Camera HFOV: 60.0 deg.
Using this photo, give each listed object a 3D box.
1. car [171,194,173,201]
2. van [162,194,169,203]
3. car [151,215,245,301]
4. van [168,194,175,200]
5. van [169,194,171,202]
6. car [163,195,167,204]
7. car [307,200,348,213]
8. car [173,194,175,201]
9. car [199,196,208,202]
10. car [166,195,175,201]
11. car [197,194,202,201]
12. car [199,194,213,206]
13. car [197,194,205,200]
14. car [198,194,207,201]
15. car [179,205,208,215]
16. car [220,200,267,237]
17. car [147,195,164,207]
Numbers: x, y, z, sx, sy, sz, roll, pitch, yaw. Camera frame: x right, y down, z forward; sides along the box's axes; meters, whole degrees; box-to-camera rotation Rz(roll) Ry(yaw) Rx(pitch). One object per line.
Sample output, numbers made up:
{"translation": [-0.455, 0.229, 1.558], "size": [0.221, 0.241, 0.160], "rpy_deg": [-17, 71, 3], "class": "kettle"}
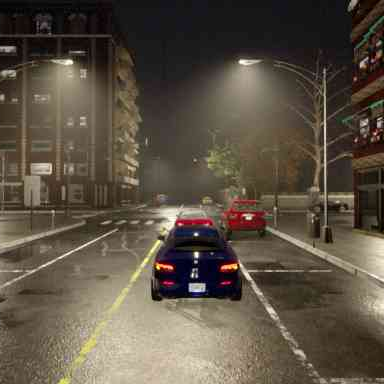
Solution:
{"translation": [-5.775, 1.635, 72.767], "size": [1.802, 1.307, 4.206], "rpy_deg": [1, 0, 0], "class": "car"}
{"translation": [-5.756, 1.383, 61.690], "size": [1.690, 1.788, 3.998], "rpy_deg": [1, 0, 0], "class": "van"}
{"translation": [0.090, 1.529, 8.193], "size": [1.812, 1.442, 4.674], "rpy_deg": [0, 0, 0], "class": "car"}
{"translation": [-5.801, 1.421, 94.922], "size": [1.690, 1.788, 3.998], "rpy_deg": [1, 0, 0], "class": "van"}
{"translation": [-5.763, 1.388, 67.229], "size": [1.690, 1.788, 3.998], "rpy_deg": [1, 0, 0], "class": "van"}
{"translation": [-5.753, 1.619, 56.151], "size": [1.802, 1.307, 4.206], "rpy_deg": [1, 0, 0], "class": "car"}
{"translation": [15.163, 1.609, 37.176], "size": [4.313, 1.339, 1.947], "rpy_deg": [0, -1, 0], "class": "car"}
{"translation": [-5.782, 1.610, 78.306], "size": [2.008, 1.369, 4.403], "rpy_deg": [1, 0, 0], "class": "car"}
{"translation": [2.597, 1.626, 78.309], "size": [1.947, 1.339, 4.313], "rpy_deg": [1, 0, 0], "class": "car"}
{"translation": [-5.798, 1.624, 89.383], "size": [2.008, 1.369, 4.403], "rpy_deg": [1, 0, 0], "class": "car"}
{"translation": [2.605, 1.604, 72.770], "size": [2.008, 1.369, 4.403], "rpy_deg": [1, 0, 0], "class": "car"}
{"translation": [2.628, 1.562, 56.327], "size": [1.752, 1.417, 4.829], "rpy_deg": [1, 0, 0], "class": "car"}
{"translation": [2.579, 1.395, 94.923], "size": [2.192, 1.841, 5.009], "rpy_deg": [1, 0, 0], "class": "car"}
{"translation": [2.594, 1.381, 83.848], "size": [2.192, 1.841, 5.009], "rpy_deg": [1, 0, 0], "class": "car"}
{"translation": [0.076, 1.609, 17.936], "size": [1.895, 1.301, 4.718], "rpy_deg": [0, 0, 0], "class": "car"}
{"translation": [2.683, 1.323, 18.126], "size": [2.192, 1.841, 5.009], "rpy_deg": [1, 0, 0], "class": "car"}
{"translation": [-5.745, 1.614, 50.614], "size": [1.802, 1.307, 4.206], "rpy_deg": [1, 0, 0], "class": "car"}
